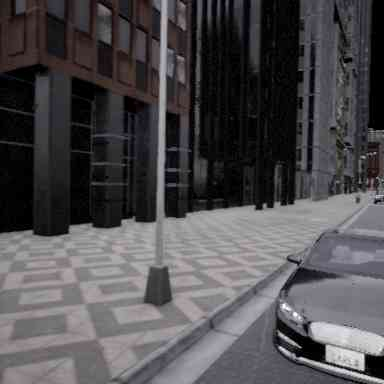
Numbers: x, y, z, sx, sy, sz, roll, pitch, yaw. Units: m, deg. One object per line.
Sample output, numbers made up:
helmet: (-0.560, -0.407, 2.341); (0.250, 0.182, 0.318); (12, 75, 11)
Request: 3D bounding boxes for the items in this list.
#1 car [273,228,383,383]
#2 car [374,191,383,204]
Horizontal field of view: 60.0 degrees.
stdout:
car: (2.819, 1.441, 5.559); (2.128, 1.511, 4.902); (2, 1, 30)
car: (30.146, 0.820, 52.565); (2.150, 2.045, 5.566); (2, 2, 30)
